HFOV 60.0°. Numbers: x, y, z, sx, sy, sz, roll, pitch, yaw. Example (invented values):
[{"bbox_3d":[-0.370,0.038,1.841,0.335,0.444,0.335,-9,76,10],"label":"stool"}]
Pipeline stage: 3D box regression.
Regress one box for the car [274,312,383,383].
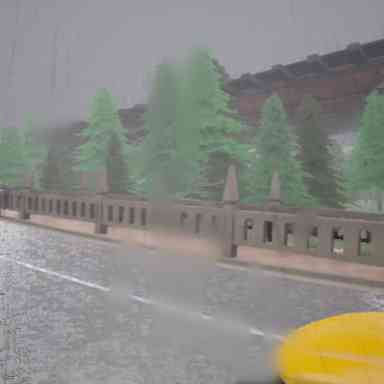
[{"bbox_3d":[2.953,1.464,1.890,5.008,1.535,1.882,-1,0,35],"label":"car"}]
